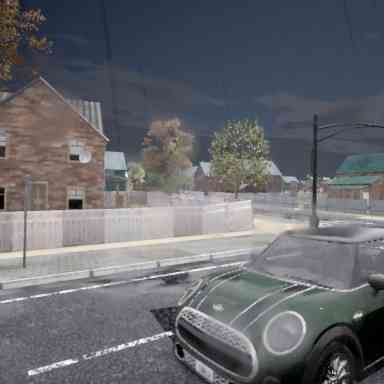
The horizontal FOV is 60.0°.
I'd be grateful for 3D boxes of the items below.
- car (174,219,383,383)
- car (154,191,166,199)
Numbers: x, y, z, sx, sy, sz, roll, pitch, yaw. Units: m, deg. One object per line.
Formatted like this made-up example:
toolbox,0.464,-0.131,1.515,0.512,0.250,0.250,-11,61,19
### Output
car,1.975,1.353,4.922,4.553,1.767,2.097,0,0,-35
car,-6.196,0.640,61.715,1.812,1.442,4.674,1,1,-20
